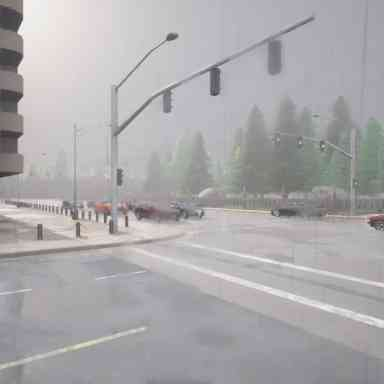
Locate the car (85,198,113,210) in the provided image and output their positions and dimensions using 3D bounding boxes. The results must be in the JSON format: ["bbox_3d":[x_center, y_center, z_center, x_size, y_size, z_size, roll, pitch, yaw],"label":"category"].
[{"bbox_3d":[-13.034,1.603,46.301,2.033,1.411,5.357,0,0,-36],"label":"car"}]

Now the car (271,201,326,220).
[{"bbox_3d":[9.028,1.547,28.563,2.128,1.511,4.902,0,0,-36],"label":"car"}]

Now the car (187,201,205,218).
[{"bbox_3d":[-0.834,1.547,29.787,2.128,1.511,4.902,0,0,-36],"label":"car"}]

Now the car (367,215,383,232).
[{"bbox_3d":[12.330,1.634,18.213,1.895,1.301,4.718,0,0,-36],"label":"car"}]

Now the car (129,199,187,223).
[{"bbox_3d":[-2.817,1.533,26.581,1.882,1.535,5.008,0,0,-36],"label":"car"}]

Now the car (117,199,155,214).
[{"bbox_3d":[-6.353,1.547,37.252,2.128,1.511,4.902,0,0,-36],"label":"car"}]

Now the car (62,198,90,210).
[{"bbox_3d":[-15.814,1.547,44.176,2.128,1.511,4.902,0,0,-36],"label":"car"}]

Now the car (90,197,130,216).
[{"bbox_3d":[-8.287,1.407,33.974,2.097,1.767,4.553,0,0,-36],"label":"car"}]
